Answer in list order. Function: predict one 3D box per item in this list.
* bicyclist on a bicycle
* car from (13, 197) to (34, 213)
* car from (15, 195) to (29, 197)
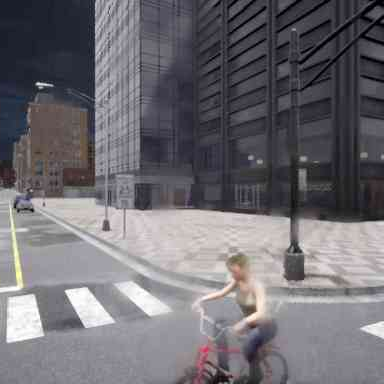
[{"bbox_3d":[0.412,1.435,3.361,1.509,1.612,0.866,0,0,-28],"label":"bicyclist on a bicycle"},{"bbox_3d":[-20.195,1.731,40.263,2.033,1.411,5.357,0,0,-29],"label":"car"},{"bbox_3d":[-25.243,1.410,49.361,2.150,2.045,5.566,0,0,-29],"label":"car"}]
